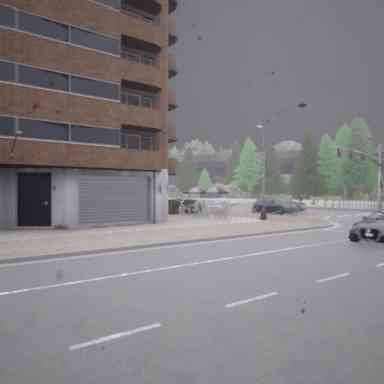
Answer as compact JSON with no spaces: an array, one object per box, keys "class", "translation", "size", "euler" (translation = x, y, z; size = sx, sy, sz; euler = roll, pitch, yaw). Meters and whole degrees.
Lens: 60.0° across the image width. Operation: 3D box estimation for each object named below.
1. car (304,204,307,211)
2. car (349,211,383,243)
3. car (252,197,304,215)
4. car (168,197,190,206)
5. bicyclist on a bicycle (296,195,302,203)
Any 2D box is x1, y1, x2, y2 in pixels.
[{"class":"car","translation":[9.963,1.422,35.835],"size":[2.128,1.511,4.902],"euler":[0,0,-36]},{"class":"car","translation":[8.772,1.557,14.780],"size":[4.181,1.385,1.994],"euler":[0,0,-39]},{"class":"car","translation":[8.087,1.284,32.469],"size":[2.097,1.767,4.553],"euler":[0,0,-36]},{"class":"car","translation":[-2.739,1.458,46.560],"size":[4.674,1.442,1.812],"euler":[0,0,44]},{"class":"bicyclist on a bicycle","translation":[15.294,1.226,47.289],"size":[1.656,1.620,0.582],"euler":[0,0,-36]}]
